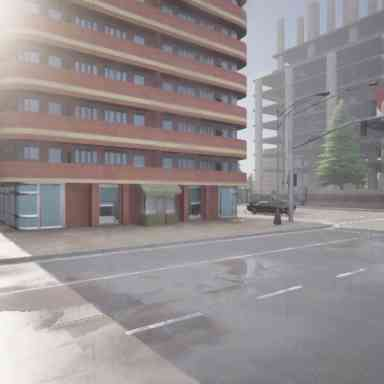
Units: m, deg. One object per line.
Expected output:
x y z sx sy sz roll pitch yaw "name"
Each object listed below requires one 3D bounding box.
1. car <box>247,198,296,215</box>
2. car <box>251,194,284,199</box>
7.687 1.601 32.712 1.895 1.301 4.718 0 0 -36 "car"
8.845 1.222 37.055 2.150 2.045 5.566 0 0 -36 "car"
